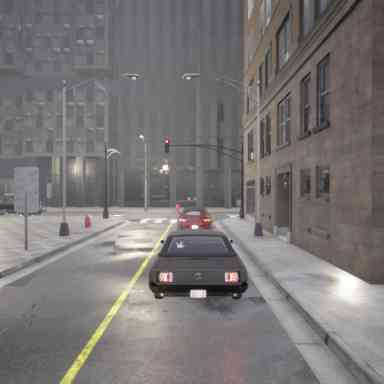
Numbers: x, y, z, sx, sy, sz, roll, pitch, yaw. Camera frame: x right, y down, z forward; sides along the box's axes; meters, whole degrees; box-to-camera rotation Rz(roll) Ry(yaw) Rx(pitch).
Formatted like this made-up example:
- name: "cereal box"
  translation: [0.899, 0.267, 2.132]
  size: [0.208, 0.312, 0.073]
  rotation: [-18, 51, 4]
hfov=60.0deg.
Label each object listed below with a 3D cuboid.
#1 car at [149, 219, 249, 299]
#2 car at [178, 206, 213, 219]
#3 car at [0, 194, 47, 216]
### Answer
- name: "car"
  translation: [0.121, 1.600, 8.382]
  size: [1.895, 1.301, 4.718]
  rotation: [0, 0, 0]
- name: "car"
  translation: [0.172, 1.523, 18.392]
  size: [1.812, 1.442, 4.674]
  rotation: [0, 0, 1]
- name: "car"
  translation: [-16.209, 1.195, 30.134]
  size: [5.566, 2.045, 2.150]
  rotation: [0, 0, 0]
